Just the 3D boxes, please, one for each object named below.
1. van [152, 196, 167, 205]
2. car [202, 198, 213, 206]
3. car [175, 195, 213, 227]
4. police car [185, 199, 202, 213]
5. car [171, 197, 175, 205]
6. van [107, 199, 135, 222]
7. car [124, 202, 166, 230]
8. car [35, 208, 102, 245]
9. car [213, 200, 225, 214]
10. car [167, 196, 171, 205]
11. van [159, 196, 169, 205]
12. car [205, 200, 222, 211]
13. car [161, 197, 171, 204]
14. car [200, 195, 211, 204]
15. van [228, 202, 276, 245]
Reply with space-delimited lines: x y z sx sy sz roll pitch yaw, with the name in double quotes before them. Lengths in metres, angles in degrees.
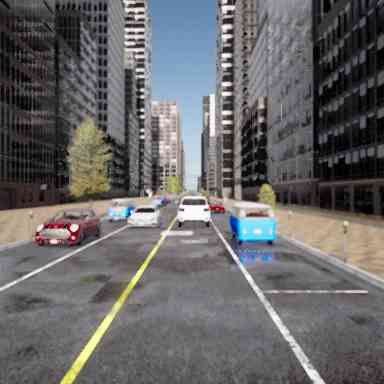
"van" -5.581 1.579 55.328 1.690 1.788 3.998 0 0 0
"car" 2.811 1.840 60.977 1.802 1.307 4.206 0 0 0
"car" 0.155 1.331 24.074 2.150 2.045 5.566 0 0 0
"police car" 0.184 1.689 41.618 2.038 1.542 4.974 0 0 0
"car" -2.898 1.764 63.647 2.128 1.511 4.902 0 0 1
"van" -5.638 1.462 26.986 1.690 1.788 3.998 0 0 0
"car" -3.045 1.626 22.248 1.812 1.442 4.674 0 0 0
"car" -5.661 1.512 15.650 1.967 1.590 4.097 0 0 0
"car" 2.765 1.713 38.305 1.887 1.381 4.507 0 0 0
"car" -5.570 1.574 60.995 2.192 1.841 5.009 0 0 0
"van" -5.559 1.621 66.664 1.690 1.788 3.998 0 0 0
"car" 2.777 1.758 43.973 1.947 1.339 4.313 0 0 0
"car" -5.547 1.844 72.331 1.887 1.381 4.507 0 0 0
"car" 2.833 1.613 72.314 2.192 1.841 5.009 0 0 0
"van" 2.720 1.412 15.632 1.690 1.788 3.998 0 0 0
